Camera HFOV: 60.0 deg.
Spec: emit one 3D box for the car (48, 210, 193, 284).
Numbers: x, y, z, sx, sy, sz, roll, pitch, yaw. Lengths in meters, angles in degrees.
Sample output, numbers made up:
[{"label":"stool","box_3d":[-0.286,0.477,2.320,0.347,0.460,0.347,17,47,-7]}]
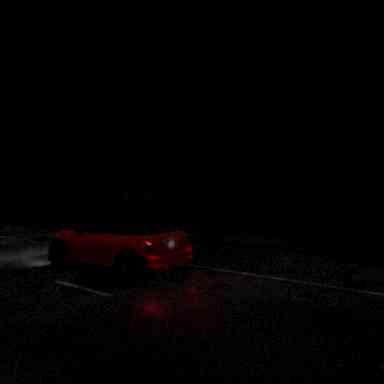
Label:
[{"label":"car","box_3d":[-2.262,1.393,9.927,4.553,1.767,2.097,0,0,36]}]
